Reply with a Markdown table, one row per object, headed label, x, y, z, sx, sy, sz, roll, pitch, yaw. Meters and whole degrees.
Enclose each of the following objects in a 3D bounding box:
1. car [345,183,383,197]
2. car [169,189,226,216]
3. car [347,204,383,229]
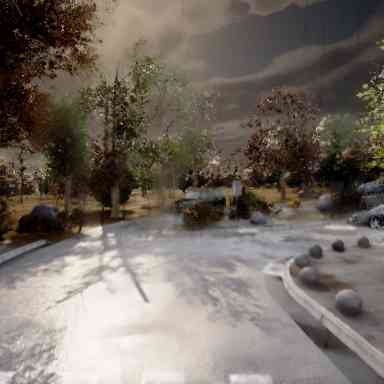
| label | x | y | z | sx | sy | sz | roll | pitch | yaw |
| --- | --- | --- | --- | --- | --- | --- | --- | --- | --- |
| car | 17.876 | -0.137 | 34.174 | 4.674 | 1.442 | 1.812 | -4 | 0 | -2 |
| car | 0.538 | 0.858 | 27.727 | 2.150 | 2.045 | 5.566 | 0 | 3 | 42 |
| car | 12.282 | 1.500 | 20.895 | 4.892 | 1.490 | 1.837 | 0 | 0 | -5 |
